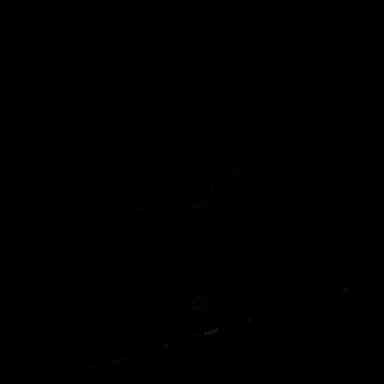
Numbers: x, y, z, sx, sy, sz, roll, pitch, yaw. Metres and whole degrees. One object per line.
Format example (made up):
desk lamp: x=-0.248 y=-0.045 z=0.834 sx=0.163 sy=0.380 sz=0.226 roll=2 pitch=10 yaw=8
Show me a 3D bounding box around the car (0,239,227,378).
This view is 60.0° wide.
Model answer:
car: x=-1.454 y=1.541 z=5.525 sx=4.507 sy=1.381 sz=1.887 roll=0 pitch=0 yaw=-35
